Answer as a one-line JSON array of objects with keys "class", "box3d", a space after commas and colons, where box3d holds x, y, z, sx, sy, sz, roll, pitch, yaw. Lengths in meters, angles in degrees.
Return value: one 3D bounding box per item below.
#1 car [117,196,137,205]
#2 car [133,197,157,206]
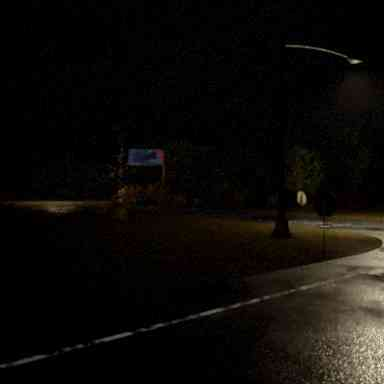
[{"class": "car", "box3d": [-12.490, 1.548, 63.702, 1.882, 1.535, 5.008, 1, 0, -34]}, {"class": "car", "box3d": [-7.683, 1.560, 56.607, 1.882, 1.535, 5.008, 1, 0, -33]}]
